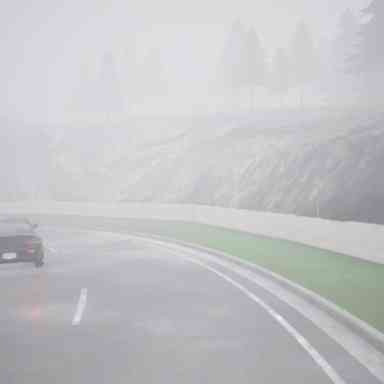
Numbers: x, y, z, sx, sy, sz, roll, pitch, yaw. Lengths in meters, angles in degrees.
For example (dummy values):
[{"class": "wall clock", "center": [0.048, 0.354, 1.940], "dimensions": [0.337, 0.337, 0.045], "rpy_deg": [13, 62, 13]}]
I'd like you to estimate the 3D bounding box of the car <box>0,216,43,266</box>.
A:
[{"class": "car", "center": [-5.949, 1.487, 10.630], "dimensions": [1.812, 1.442, 4.674], "rpy_deg": [1, 0, -31]}]
